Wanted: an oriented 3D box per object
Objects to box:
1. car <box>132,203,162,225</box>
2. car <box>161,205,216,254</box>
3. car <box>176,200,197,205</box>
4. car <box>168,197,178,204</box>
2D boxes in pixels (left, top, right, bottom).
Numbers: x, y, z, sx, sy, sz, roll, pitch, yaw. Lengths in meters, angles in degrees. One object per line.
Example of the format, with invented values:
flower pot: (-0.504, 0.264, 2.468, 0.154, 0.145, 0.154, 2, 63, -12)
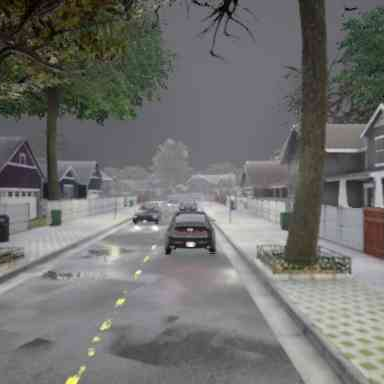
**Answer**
car: (-3.189, 1.566, 24.849, 2.033, 1.411, 5.357, 0, 0, -1)
car: (-0.088, 1.512, 13.614, 1.837, 1.490, 4.892, 0, 0, -1)
car: (-0.405, 1.632, 35.993, 1.895, 1.301, 4.718, 0, 0, -1)
car: (-3.668, 1.623, 65.011, 1.994, 1.385, 4.181, 0, 0, 0)
